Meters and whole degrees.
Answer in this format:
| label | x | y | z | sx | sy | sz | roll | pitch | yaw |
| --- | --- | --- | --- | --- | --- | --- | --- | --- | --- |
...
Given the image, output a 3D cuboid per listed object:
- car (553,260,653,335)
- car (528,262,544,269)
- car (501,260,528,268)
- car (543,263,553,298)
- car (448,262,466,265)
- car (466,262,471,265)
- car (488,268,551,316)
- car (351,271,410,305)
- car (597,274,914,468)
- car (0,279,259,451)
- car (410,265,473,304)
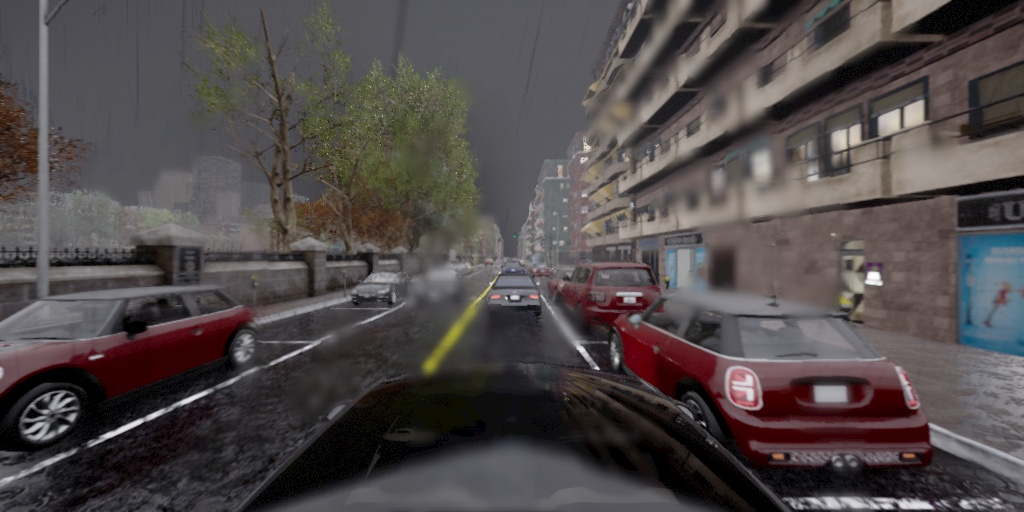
| label | x | y | z | sx | sy | sz | roll | pitch | yaw |
| --- | --- | --- | --- | --- | --- | --- | --- | --- | --- |
| car | 2.691 | 1.097 | 10.585 | 2.192 | 1.841 | 5.009 | 0 | 0 | 0 |
| car | 2.691 | 1.309 | 33.106 | 1.967 | 1.591 | 4.097 | 0 | 0 | 0 |
| car | 0.097 | 1.221 | 32.761 | 2.097 | 1.767 | 4.553 | 0 | 0 | 0 |
| car | 2.691 | 1.243 | 16.216 | 1.967 | 1.591 | 4.097 | 0 | 0 | 0 |
| car | -5.690 | 1.395 | 32.935 | 1.751 | 1.417 | 4.829 | 0 | 0 | 0 |
| car | -5.689 | 1.444 | 38.735 | 2.007 | 1.370 | 4.403 | 0 | 0 | 0 |
| car | 0.096 | 1.341 | 13.590 | 2.033 | 1.411 | 5.357 | 0 | 0 | 0 |
| car | -5.689 | 1.353 | 16.215 | 2.007 | 1.370 | 4.403 | 0 | 0 | 0 |
| car | 2.692 | 1.202 | 4.955 | 1.967 | 1.591 | 4.097 | 0 | 0 | 0 |
| car | -5.689 | 1.202 | 4.953 | 1.967 | 1.591 | 4.097 | 0 | 0 | 0 |
| car | -3.102 | 1.331 | 16.725 | 1.812 | 1.442 | 4.674 | 0 | 0 | 0 |
